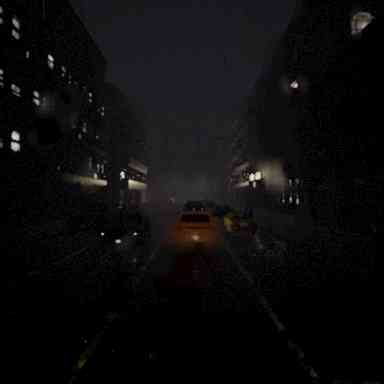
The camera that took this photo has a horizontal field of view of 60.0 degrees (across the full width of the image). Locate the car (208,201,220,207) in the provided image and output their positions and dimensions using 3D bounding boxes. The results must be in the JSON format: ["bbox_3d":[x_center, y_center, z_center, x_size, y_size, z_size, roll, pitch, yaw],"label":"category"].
[{"bbox_3d":[2.776,1.804,30.976,1.887,1.381,4.507,0,0,0],"label":"car"}]

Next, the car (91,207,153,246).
[{"bbox_3d":[-3.050,1.684,16.444,2.033,1.411,5.357,0,0,0],"label":"car"}]

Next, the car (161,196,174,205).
[{"bbox_3d":[-5.492,2.129,70.455,2.008,1.369,4.403,0,0,0],"label":"car"}]

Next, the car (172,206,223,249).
[{"bbox_3d":[0.141,1.605,15.138,1.882,1.535,5.008,0,0,0],"label":"car"}]

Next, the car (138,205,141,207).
[{"bbox_3d":[-5.604,1.801,31.005,1.887,1.381,4.507,0,0,0],"label":"car"}]

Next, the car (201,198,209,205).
[{"bbox_3d":[2.905,2.154,76.234,1.752,1.417,4.829,0,0,0],"label":"car"}]

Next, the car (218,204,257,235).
[{"bbox_3d":[2.745,1.693,19.875,1.752,1.417,4.829,0,0,0],"label":"car"}]

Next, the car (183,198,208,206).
[{"bbox_3d":[0.189,1.621,32.303,2.097,1.767,4.553,0,0,0],"label":"car"}]

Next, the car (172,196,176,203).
[{"bbox_3d":[-5.477,2.175,76.092,2.008,1.369,4.403,0,0,0],"label":"car"}]

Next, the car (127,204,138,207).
[{"bbox_3d":[-5.620,1.650,25.368,1.967,1.590,4.097,0,0,0],"label":"car"}]

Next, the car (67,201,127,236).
[{"bbox_3d":[-5.634,1.478,19.734,2.192,1.841,5.009,0,0,0],"label":"car"}]

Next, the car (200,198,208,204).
[{"bbox_3d":[2.920,2.238,81.700,1.947,1.339,4.313,0,0,0],"label":"car"}]

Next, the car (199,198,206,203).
[{"bbox_3d":[2.951,2.346,92.972,1.802,1.307,4.206,0,0,0],"label":"car"}]
